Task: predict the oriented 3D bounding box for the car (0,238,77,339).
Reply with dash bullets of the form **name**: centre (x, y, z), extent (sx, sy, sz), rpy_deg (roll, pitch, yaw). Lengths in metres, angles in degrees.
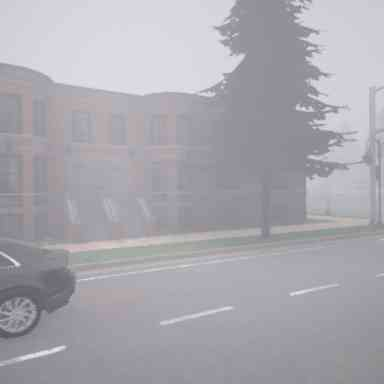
- **car**: centre (-4.312, 1.493, 4.989), extent (4.892, 1.490, 1.837), rpy_deg (-1, 0, -35)
